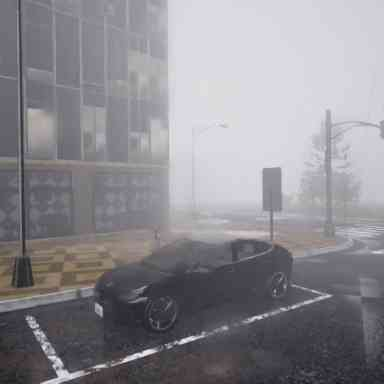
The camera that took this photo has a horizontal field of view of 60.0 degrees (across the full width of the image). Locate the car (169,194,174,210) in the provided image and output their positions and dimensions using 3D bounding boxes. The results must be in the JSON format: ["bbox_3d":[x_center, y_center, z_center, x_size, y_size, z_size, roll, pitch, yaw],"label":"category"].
[{"bbox_3d":[-4.495,1.245,42.466,2.150,2.045,5.566,-1,1,-37],"label":"car"}]

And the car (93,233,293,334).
[{"bbox_3d":[0.241,1.565,6.739,4.313,1.339,1.947,0,-1,-35],"label":"car"}]
